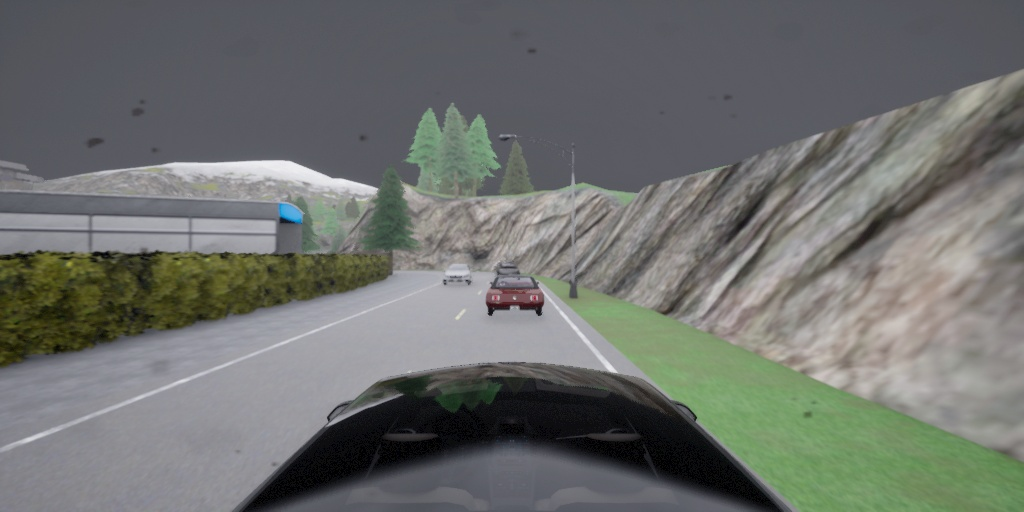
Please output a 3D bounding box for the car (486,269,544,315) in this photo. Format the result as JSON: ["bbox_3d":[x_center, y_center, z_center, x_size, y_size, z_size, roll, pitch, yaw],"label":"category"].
[{"bbox_3d":[0.096,1.352,13.521,1.895,1.301,4.718,0,0,0],"label":"car"}]

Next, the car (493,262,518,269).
[{"bbox_3d":[-0.522,1.244,30.573,2.128,1.511,4.902,0,0,-7],"label":"car"}]

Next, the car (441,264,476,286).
[{"bbox_3d":[-3.778,1.278,25.755,1.812,1.442,4.674,0,0,-3],"label":"car"}]
